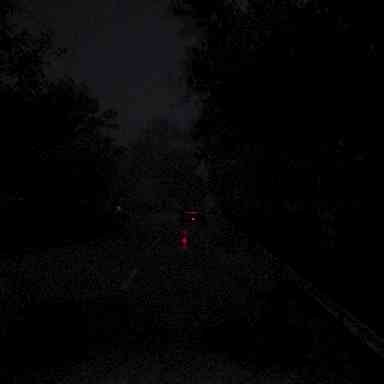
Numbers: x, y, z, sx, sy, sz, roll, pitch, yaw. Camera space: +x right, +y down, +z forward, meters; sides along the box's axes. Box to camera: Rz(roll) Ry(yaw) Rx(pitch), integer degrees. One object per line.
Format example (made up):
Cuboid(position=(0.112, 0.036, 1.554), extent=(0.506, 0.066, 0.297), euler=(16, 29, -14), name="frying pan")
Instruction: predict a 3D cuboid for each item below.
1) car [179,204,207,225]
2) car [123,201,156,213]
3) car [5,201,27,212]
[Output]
Cuboid(position=(0.085, 1.652, 25.129), extent=(2.128, 1.511, 4.902), euler=(0, 0, 0), name="car")
Cuboid(position=(-6.863, 1.894, 43.039), extent=(5.008, 1.535, 1.882), euler=(-1, -3, 37), name="car")
Cuboid(position=(-22.963, 1.928, 45.239), extent=(5.008, 1.535, 1.882), euler=(0, -1, 1), name="car")
